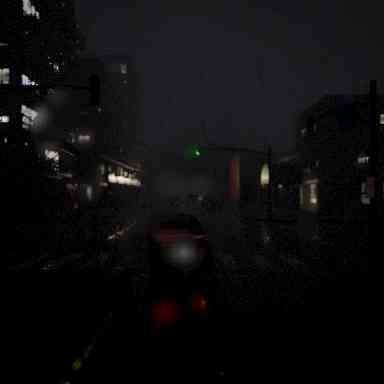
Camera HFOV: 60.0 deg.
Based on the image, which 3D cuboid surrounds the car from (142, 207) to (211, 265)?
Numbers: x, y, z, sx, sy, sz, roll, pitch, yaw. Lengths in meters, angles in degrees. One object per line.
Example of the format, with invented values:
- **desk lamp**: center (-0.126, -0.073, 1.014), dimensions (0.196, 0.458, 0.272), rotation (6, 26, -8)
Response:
- **car**: center (-0.629, 1.506, 11.796), dimensions (2.128, 1.511, 4.902), rotation (0, 0, -9)

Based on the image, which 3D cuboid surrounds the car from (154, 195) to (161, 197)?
- **car**: center (-5.678, 1.463, 55.967), dimensions (2.192, 1.841, 5.009), rotation (0, 0, 0)

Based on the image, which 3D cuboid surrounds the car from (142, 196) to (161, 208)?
- **car**: center (-5.681, 1.639, 44.717), dimensions (1.752, 1.417, 4.829), rotation (0, 0, 0)

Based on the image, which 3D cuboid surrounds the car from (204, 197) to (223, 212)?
- **car**: center (2.699, 1.623, 39.518), dimensions (1.752, 1.417, 4.829), rotation (0, 0, 0)

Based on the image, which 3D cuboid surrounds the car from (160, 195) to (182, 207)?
- **car**: center (-3.069, 1.479, 49.375), dimensions (2.097, 1.767, 4.553), rotation (0, 0, 0)

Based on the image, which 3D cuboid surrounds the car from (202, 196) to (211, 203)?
- **car**: center (3.158, 1.721, 75.149), dimensions (1.837, 1.490, 4.892), rotation (0, 0, 0)

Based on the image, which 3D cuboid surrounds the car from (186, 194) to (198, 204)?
- **car**: center (0.011, 1.406, 66.602), dimensions (2.150, 2.045, 5.566), rotation (0, 0, 0)

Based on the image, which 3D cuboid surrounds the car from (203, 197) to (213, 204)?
- **car**: center (3.160, 1.716, 68.148), dimensions (1.812, 1.442, 4.674), rotation (0, 0, 0)

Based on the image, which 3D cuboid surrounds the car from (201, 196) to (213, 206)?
- **car**: center (2.701, 1.712, 50.426), dimensions (1.802, 1.307, 4.206), rotation (0, 0, 0)

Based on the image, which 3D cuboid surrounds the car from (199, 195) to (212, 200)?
- **car**: center (2.703, 1.463, 55.966), dimensions (2.192, 1.841, 5.009), rotation (0, 0, 0)

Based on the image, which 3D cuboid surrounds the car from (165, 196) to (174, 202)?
- **car**: center (-5.675, 1.795, 83.663), dimensions (1.887, 1.381, 4.507), rotation (0, 0, 0)

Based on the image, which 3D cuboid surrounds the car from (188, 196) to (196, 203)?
- **car**: center (0.013, 1.633, 76.157), dimensions (1.812, 1.442, 4.674), rotation (0, 0, 0)

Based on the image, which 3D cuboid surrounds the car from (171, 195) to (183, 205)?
- **car**: center (-3.003, 1.544, 65.790), dimensions (2.097, 1.767, 4.553), rotation (0, 0, 0)

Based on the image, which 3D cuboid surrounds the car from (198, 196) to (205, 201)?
- **car**: center (2.708, 1.821, 94.910), dimensions (1.752, 1.417, 4.829), rotation (0, 0, 0)

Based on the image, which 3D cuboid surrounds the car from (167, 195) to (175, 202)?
- **car**: center (-5.673, 1.712, 89.201), dimensions (1.967, 1.590, 4.097), rotation (0, 0, 0)

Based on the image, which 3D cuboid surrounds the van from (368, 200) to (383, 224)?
- **van**: center (14.903, 1.462, 23.830), dimensions (3.998, 1.788, 1.690), rotation (0, -1, 0)
